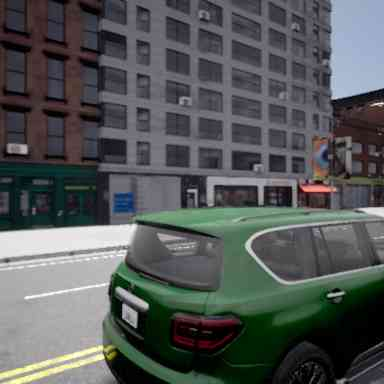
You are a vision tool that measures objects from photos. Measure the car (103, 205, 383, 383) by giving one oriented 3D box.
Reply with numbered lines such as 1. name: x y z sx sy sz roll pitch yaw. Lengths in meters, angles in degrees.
1. car: 1.615 1.209 4.590 5.566 2.045 2.150 0 0 -36
